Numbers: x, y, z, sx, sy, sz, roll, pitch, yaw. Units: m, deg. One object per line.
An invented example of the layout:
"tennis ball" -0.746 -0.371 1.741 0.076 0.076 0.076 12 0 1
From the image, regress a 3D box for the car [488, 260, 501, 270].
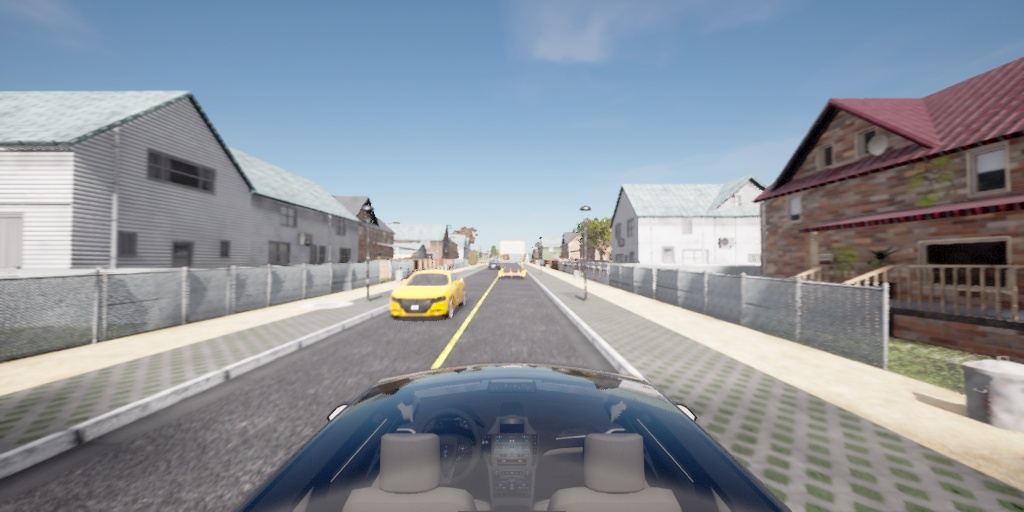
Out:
"car" -2.791 1.388 56.472 2.128 1.511 4.902 0 0 1

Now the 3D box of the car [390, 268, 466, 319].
"car" -2.846 1.239 13.021 1.882 1.535 5.008 0 0 0

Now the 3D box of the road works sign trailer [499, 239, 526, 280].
"road works sign trailer" 0.016 0.266 31.603 2.380 3.560 2.880 0 0 0
